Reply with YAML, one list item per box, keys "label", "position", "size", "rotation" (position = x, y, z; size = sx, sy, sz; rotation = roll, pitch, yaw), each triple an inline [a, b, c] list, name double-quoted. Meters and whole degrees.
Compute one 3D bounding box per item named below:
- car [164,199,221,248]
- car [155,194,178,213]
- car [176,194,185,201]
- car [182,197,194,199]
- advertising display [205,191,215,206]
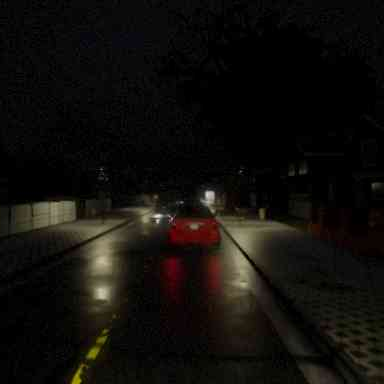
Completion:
- label: "car"
  position: [0.089, 1.364, 14.911]
  size: [2.097, 1.767, 4.553]
  rotation: [0, 0, 0]
- label: "car"
  position: [-2.852, 1.253, 37.069]
  size: [2.150, 2.045, 5.566]
  rotation: [0, 0, 0]
- label: "car"
  position: [-2.758, 1.287, 78.332]
  size: [1.994, 1.385, 4.181]
  rotation: [0, 0, 0]
- label: "car"
  position: [0.089, 1.378, 30.757]
  size: [2.097, 1.767, 4.553]
  rotation: [0, 0, 0]
- label: "advertising display"
  position: [2.990, 1.069, 54.940]
  size: [1.540, 2.440, 0.280]
  rotation: [-1, -1, 0]
